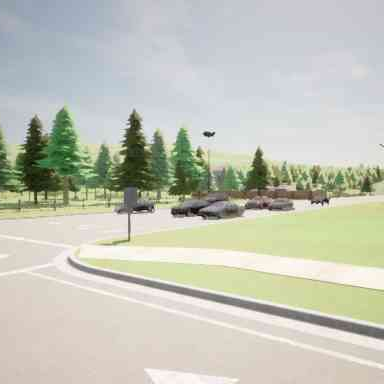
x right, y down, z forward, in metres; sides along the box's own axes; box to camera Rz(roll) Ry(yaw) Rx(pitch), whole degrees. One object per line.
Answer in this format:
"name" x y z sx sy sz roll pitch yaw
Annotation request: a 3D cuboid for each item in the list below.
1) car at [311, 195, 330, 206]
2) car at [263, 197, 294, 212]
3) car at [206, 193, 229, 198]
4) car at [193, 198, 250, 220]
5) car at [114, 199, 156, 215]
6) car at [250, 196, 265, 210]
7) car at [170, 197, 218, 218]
"car" 20.242 1.284 52.494 1.882 1.535 5.008 0 0 36
"car" 10.600 1.502 39.498 1.837 1.490 4.892 0 1 36
"car" 3.199 1.212 47.118 2.150 2.045 5.566 0 1 38
"car" 2.671 1.547 28.696 2.033 1.411 5.357 0 0 36
"car" -5.910 1.492 34.750 2.128 1.511 4.902 0 0 36
"car" 8.624 1.351 42.715 2.097 1.767 4.553 0 0 36
"car" 0.025 1.477 31.005 1.882 1.535 5.008 0 0 36
